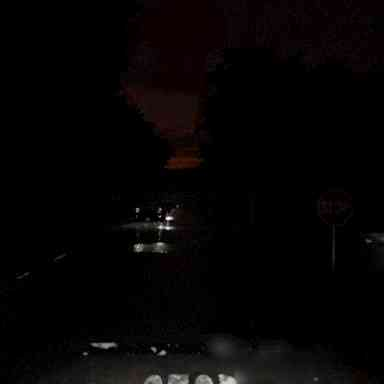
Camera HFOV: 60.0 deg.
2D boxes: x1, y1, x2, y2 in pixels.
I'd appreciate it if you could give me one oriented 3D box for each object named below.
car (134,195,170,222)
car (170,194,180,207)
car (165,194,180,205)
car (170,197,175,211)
[{"bbox_3d":[-3.109,1.298,25.537,2.097,1.767,4.553,1,0,-1],"label":"car"},{"bbox_3d":[-3.167,1.381,45.239,2.128,1.511,4.902,0,0,0],"label":"car"},{"bbox_3d":[-3.152,1.189,55.057,2.097,1.767,4.553,0,0,0],"label":"car"},{"bbox_3d":[-3.154,1.531,35.728,1.895,1.301,4.718,0,0,0],"label":"car"}]
